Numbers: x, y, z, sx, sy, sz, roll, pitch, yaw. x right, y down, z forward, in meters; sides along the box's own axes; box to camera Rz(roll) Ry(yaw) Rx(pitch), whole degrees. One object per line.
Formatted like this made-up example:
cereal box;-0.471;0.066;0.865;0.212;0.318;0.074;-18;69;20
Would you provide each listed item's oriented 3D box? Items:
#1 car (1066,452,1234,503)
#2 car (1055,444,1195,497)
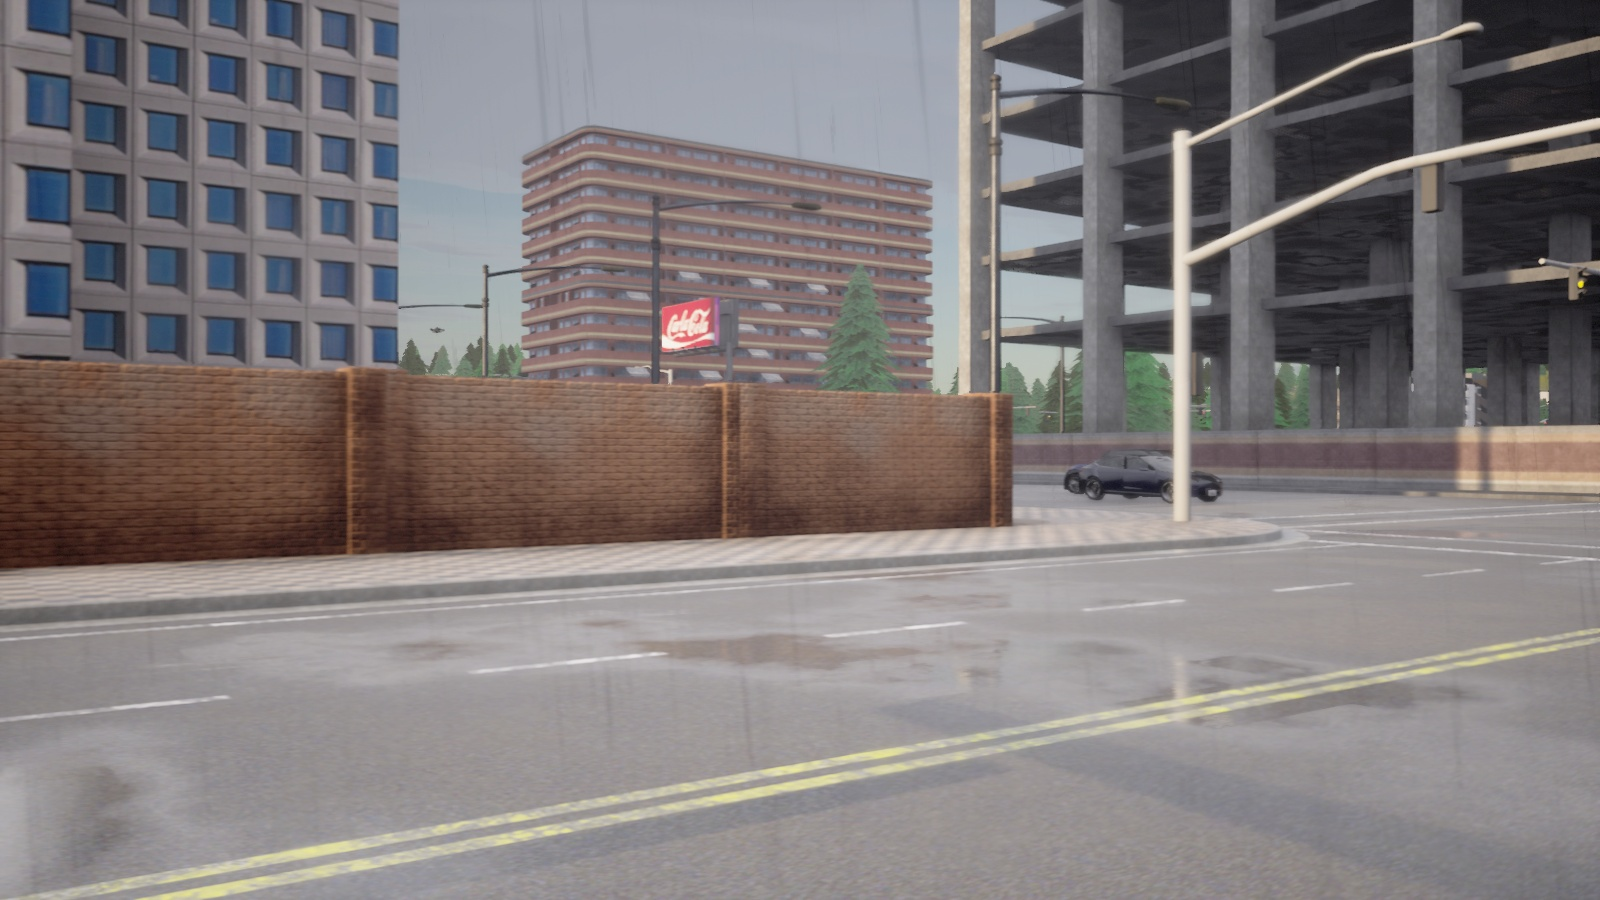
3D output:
car;10.860;0.818;39.274;2.163;1.488;4.792;0;0;-34
car;11.457;0.688;44.606;2.097;1.767;4.553;0;0;-34
